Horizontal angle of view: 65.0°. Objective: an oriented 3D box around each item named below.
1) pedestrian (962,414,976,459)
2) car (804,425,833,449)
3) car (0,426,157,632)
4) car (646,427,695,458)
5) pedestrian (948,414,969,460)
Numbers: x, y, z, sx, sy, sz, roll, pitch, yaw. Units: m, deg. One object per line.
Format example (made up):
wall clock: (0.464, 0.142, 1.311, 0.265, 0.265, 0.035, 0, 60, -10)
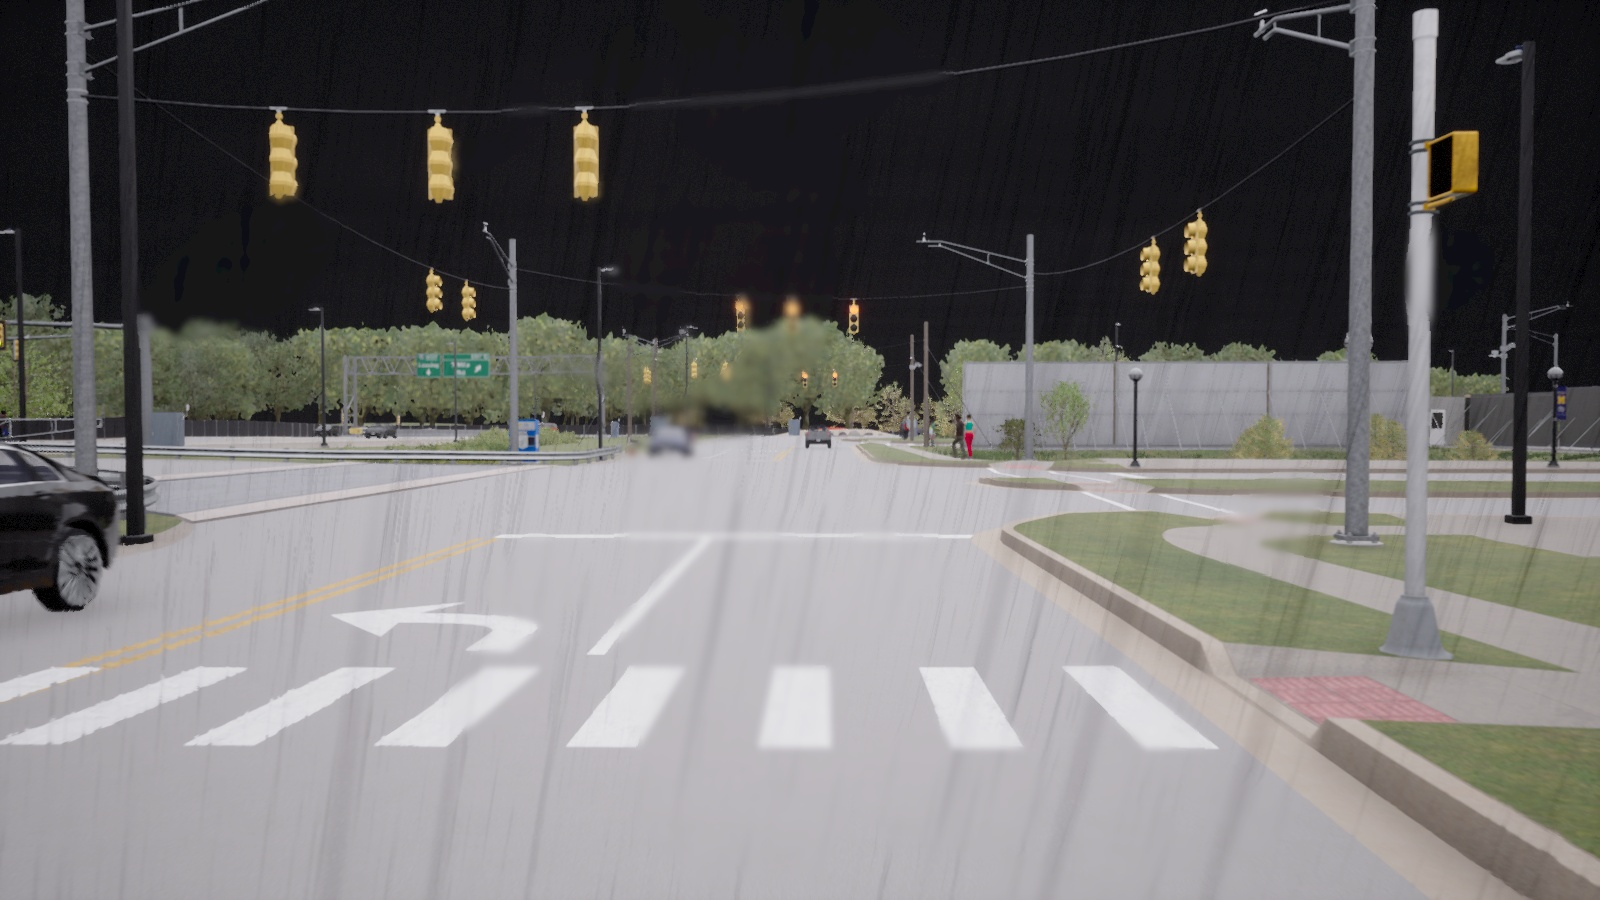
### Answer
pedestrian: (6.985, -0.557, 51.808, 0.345, 1.836, 0.594, -1, 2, -15)
car: (1.190, -0.872, 80.453, 1.845, 1.501, 3.633, 0, 1, 1)
car: (-6.946, 0.581, 9.012, 2.128, 1.511, 4.902, 0, 1, 0)
car: (-6.239, -0.394, 61.017, 1.812, 1.442, 4.674, 0, 1, 1)
pedestrian: (6.467, -0.541, 51.320, 0.703, 1.840, 0.431, 2, 3, 44)
